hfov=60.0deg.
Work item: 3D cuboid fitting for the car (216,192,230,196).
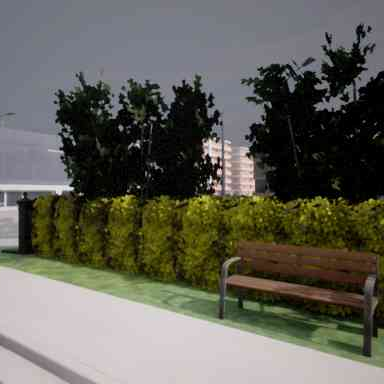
[{"bbox_3d":[5.903,0.725,66.984,2.128,1.511,4.902,0,1,36],"label":"car"}]
